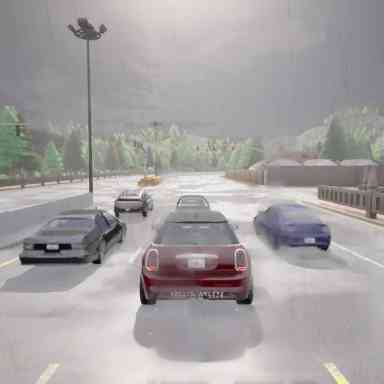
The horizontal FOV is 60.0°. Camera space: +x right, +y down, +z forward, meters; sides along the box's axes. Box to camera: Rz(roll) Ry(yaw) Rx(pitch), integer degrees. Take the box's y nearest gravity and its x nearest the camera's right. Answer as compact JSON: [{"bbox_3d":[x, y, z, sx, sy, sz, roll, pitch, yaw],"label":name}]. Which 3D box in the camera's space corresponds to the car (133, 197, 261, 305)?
[{"bbox_3d":[0.077,1.192,7.950,2.097,1.767,4.553,0,2,0],"label":"car"}]

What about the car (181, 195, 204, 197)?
[{"bbox_3d":[0.035,0.861,17.331,2.033,1.411,5.357,0,4,0],"label":"car"}]

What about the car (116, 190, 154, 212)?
[{"bbox_3d":[-3.482,0.590,20.414,2.128,1.511,4.902,0,4,0],"label":"car"}]

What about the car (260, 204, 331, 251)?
[{"bbox_3d":[3.560,1.164,12.359,1.812,1.442,4.674,0,3,0],"label":"car"}]

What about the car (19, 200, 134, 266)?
[{"bbox_3d":[-3.434,1.272,10.677,2.033,1.411,5.357,0,3,0],"label":"car"}]
